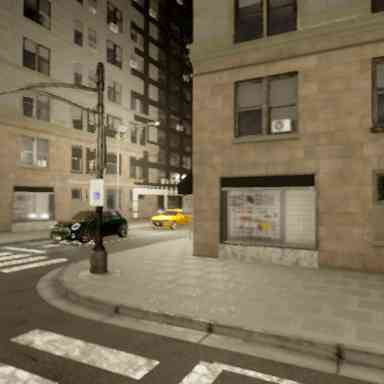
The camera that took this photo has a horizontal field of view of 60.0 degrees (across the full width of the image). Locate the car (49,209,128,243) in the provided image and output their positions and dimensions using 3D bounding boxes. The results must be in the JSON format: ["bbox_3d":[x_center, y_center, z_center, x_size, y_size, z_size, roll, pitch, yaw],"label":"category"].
[{"bbox_3d":[-5.650,1.780,18.640,2.097,1.767,4.553,-1,-2,27],"label":"car"}]

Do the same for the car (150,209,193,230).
[{"bbox_3d":[-1.416,2.132,26.839,1.882,1.535,5.008,-1,-2,27],"label":"car"}]
